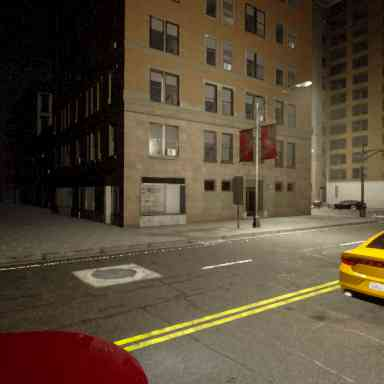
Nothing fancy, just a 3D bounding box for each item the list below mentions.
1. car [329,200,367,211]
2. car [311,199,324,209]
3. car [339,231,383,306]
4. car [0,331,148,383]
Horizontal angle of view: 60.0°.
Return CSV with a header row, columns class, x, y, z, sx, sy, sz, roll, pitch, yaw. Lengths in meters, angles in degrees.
class,x,y,z,sx,sy,sz,roll,pitch,yaw
car,18.826,1.597,40.308,1.947,1.339,4.313,0,0,-35
car,15.549,1.582,44.926,2.008,1.369,4.403,0,0,-35
car,5.201,1.478,7.170,5.008,1.535,1.882,0,0,-35
car,-2.426,1.526,1.708,4.674,1.442,1.812,0,0,-36
